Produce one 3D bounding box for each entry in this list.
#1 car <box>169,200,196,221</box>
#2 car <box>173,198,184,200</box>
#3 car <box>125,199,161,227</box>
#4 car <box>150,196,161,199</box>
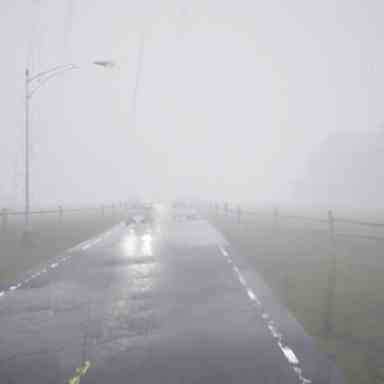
[{"bbox_3d":[-0.740,1.614,27.498,1.895,1.301,4.718,0,0,-3],"label":"car"},{"bbox_3d":[-1.596,1.535,39.868,1.837,1.490,4.892,0,1,-5],"label":"car"},{"bbox_3d":[-3.450,1.502,23.003,2.128,1.511,4.902,0,0,-3],"label":"car"},{"bbox_3d":[-6.994,1.572,63.890,1.837,1.490,4.892,0,0,-7],"label":"car"}]
